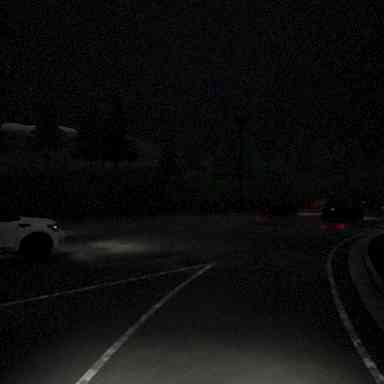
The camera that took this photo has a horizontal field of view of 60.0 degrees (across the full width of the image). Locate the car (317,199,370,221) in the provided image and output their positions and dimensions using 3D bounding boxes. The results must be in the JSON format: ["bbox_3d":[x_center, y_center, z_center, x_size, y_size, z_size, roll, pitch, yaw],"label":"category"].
[{"bbox_3d":[13.185,1.505,28.847,4.553,1.767,2.097,0,0,-42],"label":"car"}]

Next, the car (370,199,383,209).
[{"bbox_3d":[27.639,1.766,51.194,4.902,1.511,2.128,0,0,-42],"label":"car"}]

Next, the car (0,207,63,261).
[{"bbox_3d":[-7.129,1.268,10.648,5.566,2.045,2.150,1,-1,-42],"label":"car"}]

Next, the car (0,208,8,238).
[{"bbox_3d":[-11.688,1.596,15.961,4.674,1.442,1.812,0,0,-42],"label":"car"}]

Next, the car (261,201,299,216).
[{"bbox_3d":[9.279,1.657,34.747,5.008,1.535,1.882,0,0,-42],"label":"car"}]

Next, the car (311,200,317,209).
[{"bbox_3d":[19.238,1.732,48.369,5.008,1.535,1.882,0,0,-42],"label":"car"}]
